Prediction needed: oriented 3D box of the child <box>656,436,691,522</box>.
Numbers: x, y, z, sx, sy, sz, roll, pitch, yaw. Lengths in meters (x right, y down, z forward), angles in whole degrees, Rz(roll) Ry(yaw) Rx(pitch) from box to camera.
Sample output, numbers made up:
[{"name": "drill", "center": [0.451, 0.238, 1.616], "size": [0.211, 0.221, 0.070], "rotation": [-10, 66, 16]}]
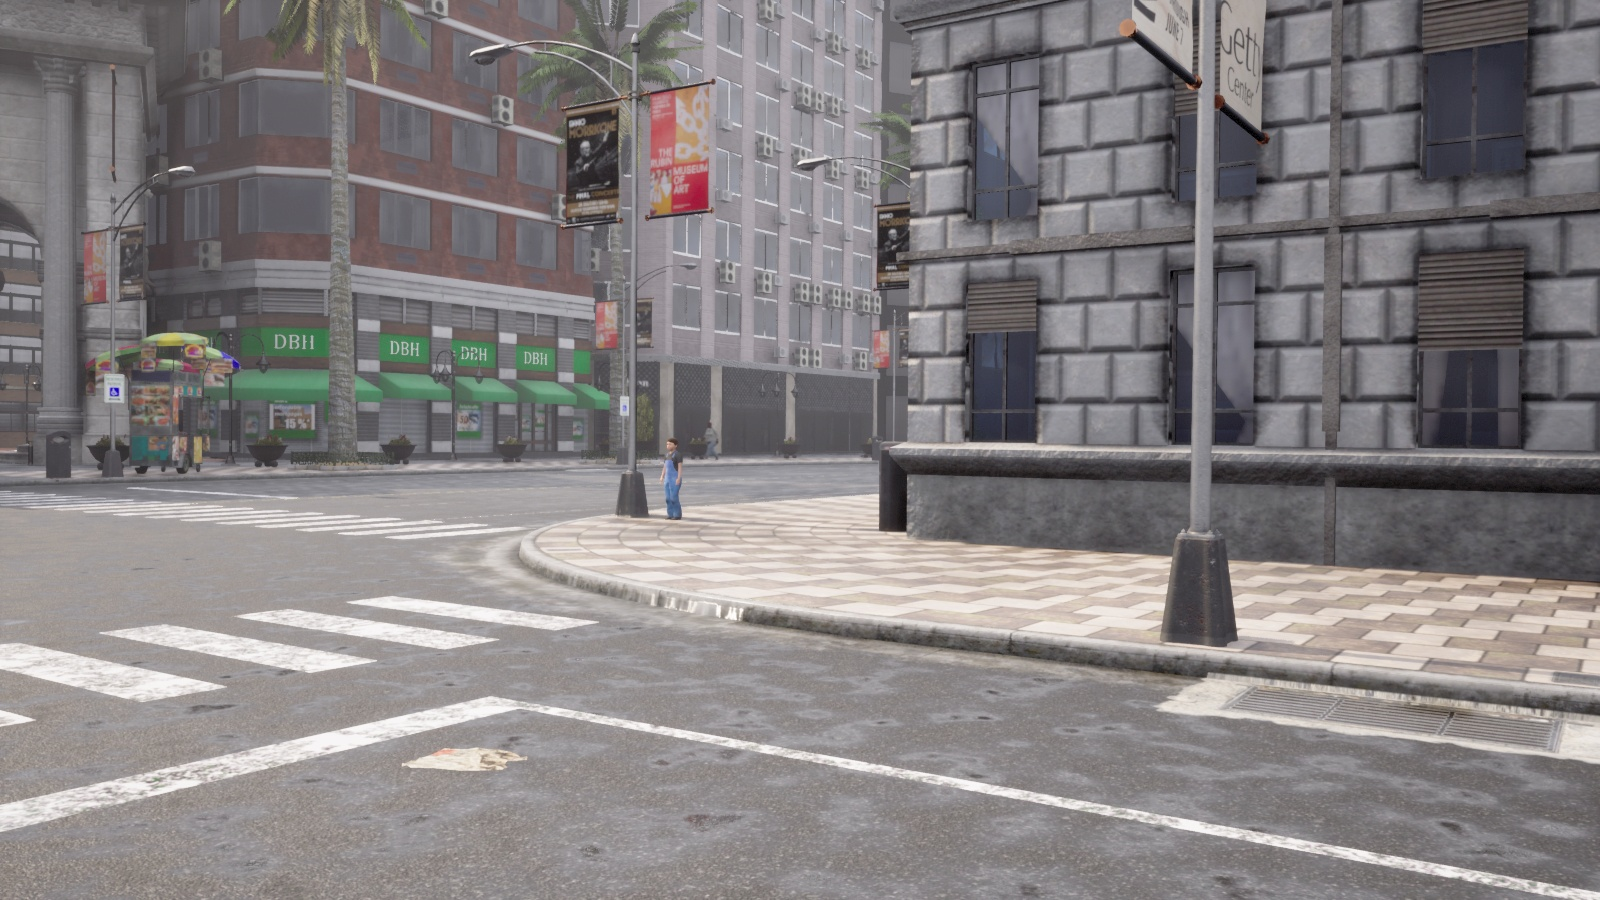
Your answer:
[{"name": "child", "center": [-1.903, 0.427, 18.894], "size": [0.270, 1.263, 0.437], "rotation": [0, 1, 43]}]

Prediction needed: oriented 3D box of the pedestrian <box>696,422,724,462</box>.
[{"name": "pedestrian", "center": [-4.146, -0.367, 58.033], "size": [0.874, 1.855, 0.900], "rotation": [0, 1, 45]}]
